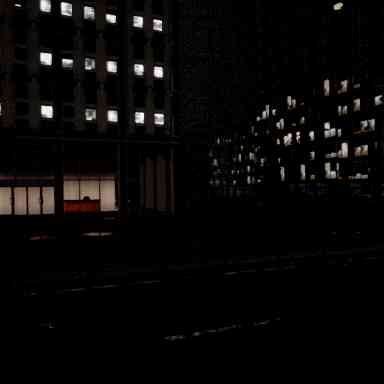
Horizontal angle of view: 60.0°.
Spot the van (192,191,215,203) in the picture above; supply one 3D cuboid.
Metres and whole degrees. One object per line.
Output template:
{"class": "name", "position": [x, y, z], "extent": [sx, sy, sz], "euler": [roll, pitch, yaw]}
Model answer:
{"class": "van", "position": [1.904, 0.952, 56.010], "extent": [1.690, 1.788, 3.998], "euler": [0, 1, -21]}

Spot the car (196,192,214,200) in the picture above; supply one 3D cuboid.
{"class": "car", "position": [2.754, 0.879, 69.852], "extent": [1.882, 1.535, 5.008], "euler": [-1, 1, -21]}

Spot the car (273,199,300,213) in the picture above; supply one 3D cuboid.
{"class": "car", "position": [9.997, 1.398, 34.769], "extent": [1.802, 1.307, 4.206], "euler": [0, 1, -21]}

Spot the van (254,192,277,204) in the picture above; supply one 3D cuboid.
{"class": "van", "position": [11.769, 0.869, 53.728], "extent": [1.690, 1.788, 3.998], "euler": [0, 1, -21]}

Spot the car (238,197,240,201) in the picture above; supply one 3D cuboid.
{"class": "car", "position": [9.721, 1.058, 59.032], "extent": [1.802, 1.307, 4.206], "euler": [0, 1, -21]}

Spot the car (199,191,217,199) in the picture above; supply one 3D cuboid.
{"class": "car", "position": [3.572, 0.633, 74.934], "extent": [2.192, 1.841, 5.009], "euler": [0, 1, -21]}

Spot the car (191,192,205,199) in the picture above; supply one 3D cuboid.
{"class": "car", "position": [1.523, 0.705, 80.236], "extent": [1.967, 1.590, 4.097], "euler": [0, 1, -21]}

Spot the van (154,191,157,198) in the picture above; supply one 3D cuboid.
{"class": "van", "position": [-8.342, 0.687, 82.517], "extent": [1.690, 1.788, 3.998], "euler": [0, 1, -21]}

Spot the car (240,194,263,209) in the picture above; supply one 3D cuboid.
{"class": "car", "position": [8.002, 1.331, 40.091], "extent": [1.947, 1.339, 4.313], "euler": [0, 1, -21]}

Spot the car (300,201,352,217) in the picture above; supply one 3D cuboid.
{"class": "car", "position": [12.030, 1.433, 29.459], "extent": [1.947, 1.339, 4.313], "euler": [0, 1, -21]}

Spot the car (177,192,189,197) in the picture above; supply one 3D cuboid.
{"class": "car", "position": [-2.575, 0.710, 90.840], "extent": [2.008, 1.369, 4.403], "euler": [0, 1, -21]}

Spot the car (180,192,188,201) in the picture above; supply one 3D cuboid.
{"class": "car", "position": [-2.194, 1.056, 66.615], "extent": [2.008, 1.369, 4.403], "euler": [0, 1, -21]}

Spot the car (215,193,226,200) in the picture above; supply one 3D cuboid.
{"class": "car", "position": [5.623, 0.953, 69.636], "extent": [1.802, 1.307, 4.206], "euler": [0, 1, -21]}
